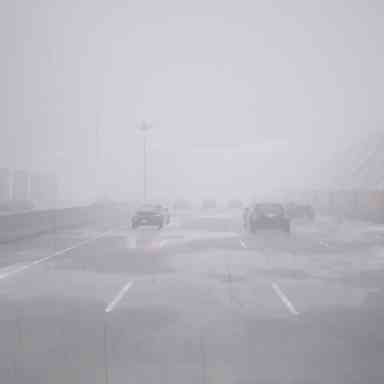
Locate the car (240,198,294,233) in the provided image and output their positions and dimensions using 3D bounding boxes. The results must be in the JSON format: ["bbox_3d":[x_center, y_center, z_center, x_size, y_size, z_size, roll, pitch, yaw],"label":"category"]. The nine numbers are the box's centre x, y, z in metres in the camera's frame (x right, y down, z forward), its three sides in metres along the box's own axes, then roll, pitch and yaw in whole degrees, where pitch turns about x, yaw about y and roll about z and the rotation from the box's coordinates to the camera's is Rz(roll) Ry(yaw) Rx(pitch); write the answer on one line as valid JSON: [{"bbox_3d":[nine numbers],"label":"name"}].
[{"bbox_3d":[4.285,1.346,19.690,2.097,1.767,4.553,0,0,3],"label":"car"}]

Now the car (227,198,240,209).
[{"bbox_3d":[5.949,1.510,45.881,1.812,1.442,4.674,0,0,3],"label":"car"}]

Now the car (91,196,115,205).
[{"bbox_3d":[-11.856,1.585,44.595,1.895,1.301,4.718,0,0,4],"label":"car"}]

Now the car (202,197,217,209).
[{"bbox_3d":[2.420,1.510,45.353,1.812,1.442,4.674,0,0,4],"label":"car"}]

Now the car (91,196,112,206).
[{"bbox_3d":[-14.776,1.483,54.640,1.837,1.490,4.892,0,1,3],"label":"car"}]

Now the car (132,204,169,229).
[{"bbox_3d":[-2.597,1.518,21.523,1.812,1.442,4.674,0,0,3],"label":"car"}]

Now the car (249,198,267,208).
[{"bbox_3d":[9.642,1.584,48.860,1.895,1.301,4.718,0,0,3],"label":"car"}]

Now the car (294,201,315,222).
[{"bbox_3d":[8.213,1.494,26.328,1.837,1.490,4.892,0,0,3],"label":"car"}]

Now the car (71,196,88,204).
[{"bbox_3d":[-21.298,1.498,63.430,1.812,1.442,4.674,0,0,2],"label":"car"}]

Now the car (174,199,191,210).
[{"bbox_3d":[-1.233,1.548,43.143,1.994,1.385,4.181,0,0,4],"label":"car"}]

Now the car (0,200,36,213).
[{"bbox_3d":[-19.387,1.534,36.685,2.033,1.411,5.357,0,0,4],"label":"car"}]

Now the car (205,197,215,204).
[{"bbox_3d":[3.411,1.578,65.269,1.895,1.301,4.718,0,0,2],"label":"car"}]
